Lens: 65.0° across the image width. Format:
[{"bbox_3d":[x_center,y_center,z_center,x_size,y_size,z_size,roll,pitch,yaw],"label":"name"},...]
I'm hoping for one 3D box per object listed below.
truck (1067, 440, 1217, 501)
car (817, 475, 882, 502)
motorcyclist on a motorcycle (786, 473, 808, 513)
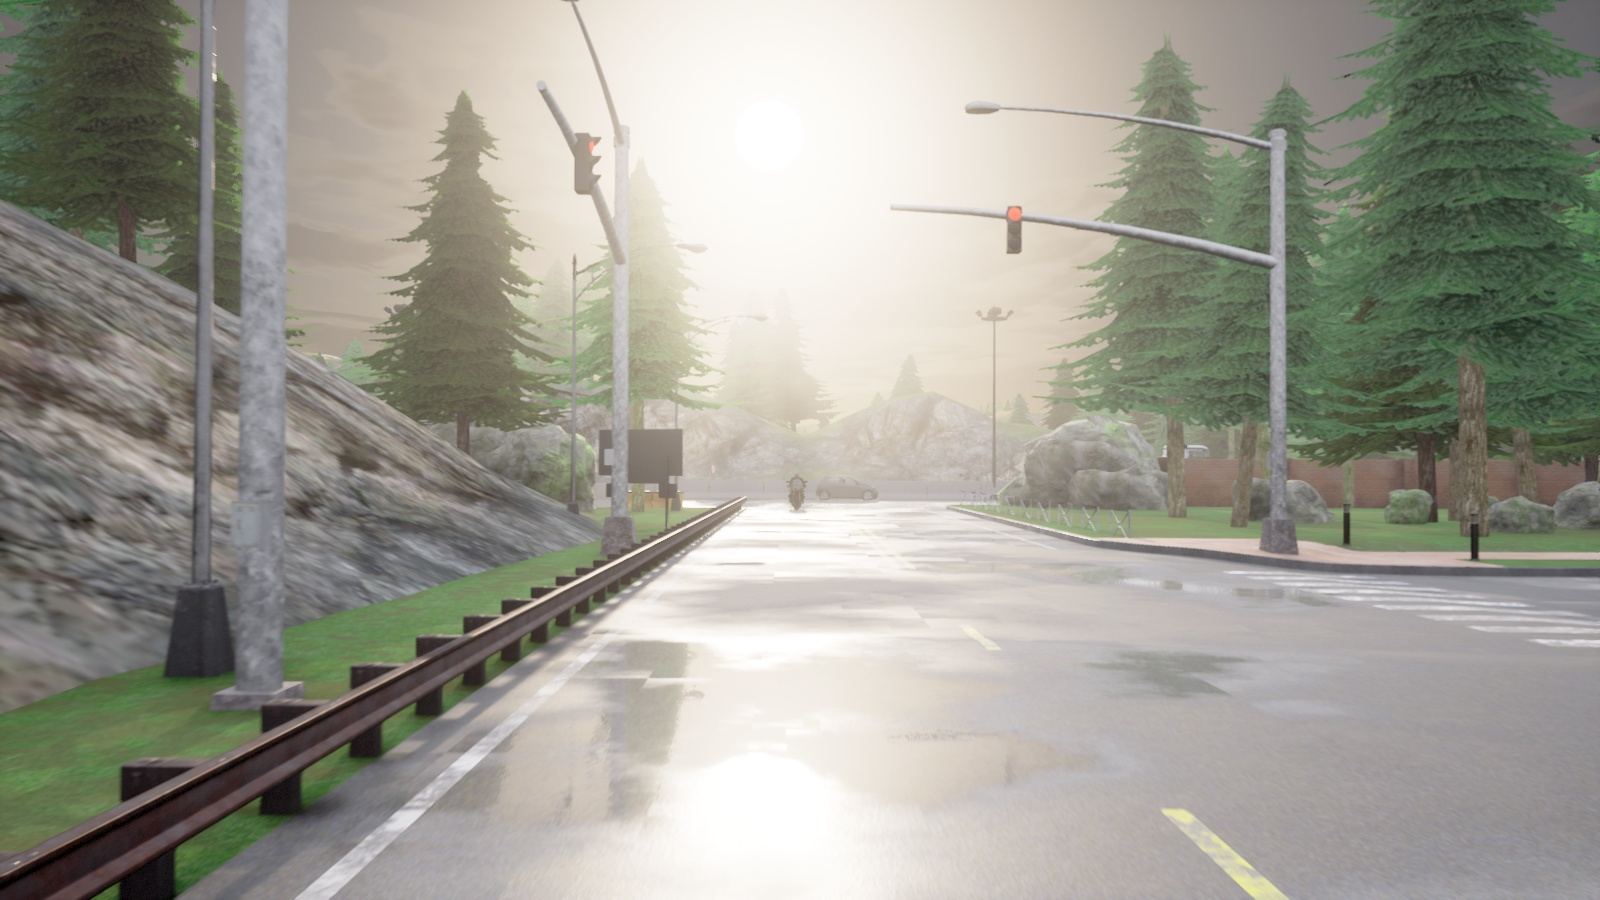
[{"bbox_3d":[19.787,1.172,72.999,7.936,3.462,2.891,0,-1,-1],"label":"truck"},{"bbox_3d":[2.853,2.231,72.777,3.633,1.501,1.845,0,-1,-1],"label":"car"},{"bbox_3d":[-0.121,1.688,50.007,0.866,1.530,2.191,0,-1,0],"label":"motorcyclist on a motorcycle"}]
